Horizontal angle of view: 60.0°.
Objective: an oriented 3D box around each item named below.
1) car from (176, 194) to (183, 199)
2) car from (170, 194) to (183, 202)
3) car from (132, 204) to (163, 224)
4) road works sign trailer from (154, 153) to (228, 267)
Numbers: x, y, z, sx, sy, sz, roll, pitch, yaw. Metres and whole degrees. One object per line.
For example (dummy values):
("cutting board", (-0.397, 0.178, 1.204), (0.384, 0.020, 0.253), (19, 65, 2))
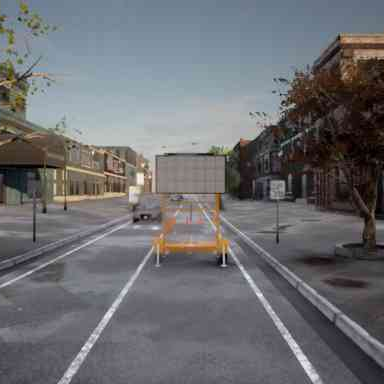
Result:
("car", (-3.307, 1.211, 90.189), (1.895, 1.301, 4.718), (0, 1, 0))
("car", (-3.254, 1.362, 65.867), (2.128, 1.511, 4.902), (0, 1, 0))
("car", (-3.183, 1.567, 24.831), (1.994, 1.385, 4.181), (0, 0, 0))
("road works sign trailer", (-0.037, 0.466, 11.431), (2.380, 3.560, 2.880), (0, 0, 0))
